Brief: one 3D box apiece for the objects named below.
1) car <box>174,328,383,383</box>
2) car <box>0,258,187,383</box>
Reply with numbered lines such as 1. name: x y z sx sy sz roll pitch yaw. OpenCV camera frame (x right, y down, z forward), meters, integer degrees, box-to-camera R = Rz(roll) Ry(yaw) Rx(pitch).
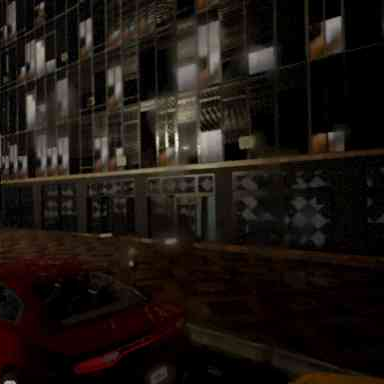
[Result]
1. car: 2.386 1.522 1.153 4.829 1.417 1.752 0 -1 35
2. car: -2.119 1.556 4.356 4.507 1.381 1.887 0 -1 35
